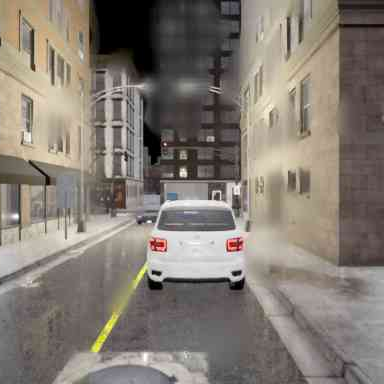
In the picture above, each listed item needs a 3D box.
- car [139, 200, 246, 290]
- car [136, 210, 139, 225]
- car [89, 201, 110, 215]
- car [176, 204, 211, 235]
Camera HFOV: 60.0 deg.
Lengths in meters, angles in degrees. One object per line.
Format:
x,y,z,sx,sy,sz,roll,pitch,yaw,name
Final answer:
0.090,1.221,9.215,2.150,2.045,5.566,0,0,0,car
-2.788,1.546,24.337,2.033,1.411,5.357,0,0,0,car
-9.920,1.554,31.583,4.181,1.385,1.994,0,0,0,car
0.060,1.524,19.538,1.812,1.442,4.674,0,0,0,car
